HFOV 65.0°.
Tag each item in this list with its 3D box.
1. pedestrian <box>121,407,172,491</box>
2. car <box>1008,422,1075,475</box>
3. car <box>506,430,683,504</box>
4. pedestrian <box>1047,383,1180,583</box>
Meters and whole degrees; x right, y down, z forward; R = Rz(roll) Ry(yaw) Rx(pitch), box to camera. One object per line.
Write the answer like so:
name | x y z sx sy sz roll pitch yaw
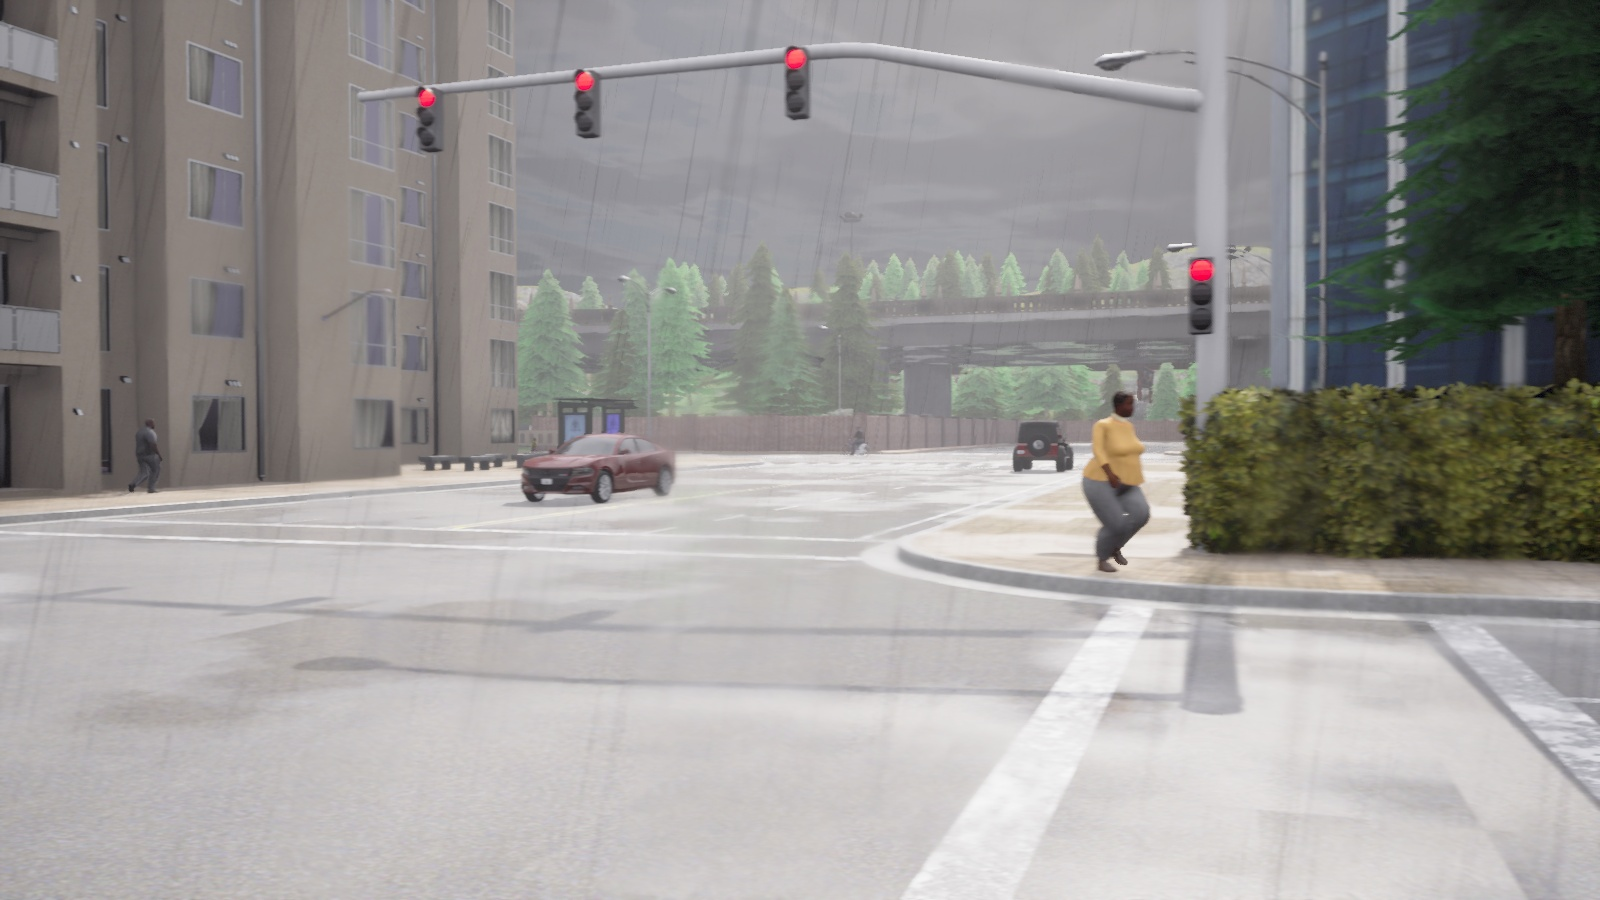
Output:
pedestrian | -14.949 -0.031 28.731 0.563 1.883 0.849 1 1 26
car | 9.061 -0.096 46.974 1.905 1.878 3.866 1 1 19
car | -4.597 0.322 29.026 1.882 1.535 5.008 1 1 19
pedestrian | 3.060 0.298 12.281 0.874 1.855 0.900 0 1 -36
